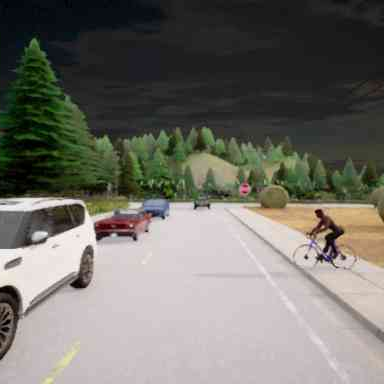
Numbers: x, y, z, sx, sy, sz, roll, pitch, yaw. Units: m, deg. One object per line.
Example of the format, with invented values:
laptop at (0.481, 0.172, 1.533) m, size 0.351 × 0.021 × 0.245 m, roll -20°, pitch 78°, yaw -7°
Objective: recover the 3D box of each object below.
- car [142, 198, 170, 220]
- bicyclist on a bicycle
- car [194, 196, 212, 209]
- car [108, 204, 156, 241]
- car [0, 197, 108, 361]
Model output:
car at (-2.845, 1.263, 26.297) m, size 1.882 × 1.535 × 5.008 m, roll 0°, pitch 0°, yaw 2°
bicyclist on a bicycle at (3.479, 1.255, 8.708) m, size 1.656 × 1.620 × 0.582 m, roll 0°, pitch 0°, yaw 2°
car at (1.293, 1.205, 39.083) m, size 2.128 × 1.511 × 4.902 m, roll 0°, pitch 0°, yaw 5°
car at (-3.163, 1.462, 15.945) m, size 1.895 × 1.301 × 4.718 m, roll 0°, pitch 0°, yaw 2°
car at (-3.454, 1.155, 6.038) m, size 2.150 × 2.045 × 5.566 m, roll 0°, pitch 0°, yaw 2°
